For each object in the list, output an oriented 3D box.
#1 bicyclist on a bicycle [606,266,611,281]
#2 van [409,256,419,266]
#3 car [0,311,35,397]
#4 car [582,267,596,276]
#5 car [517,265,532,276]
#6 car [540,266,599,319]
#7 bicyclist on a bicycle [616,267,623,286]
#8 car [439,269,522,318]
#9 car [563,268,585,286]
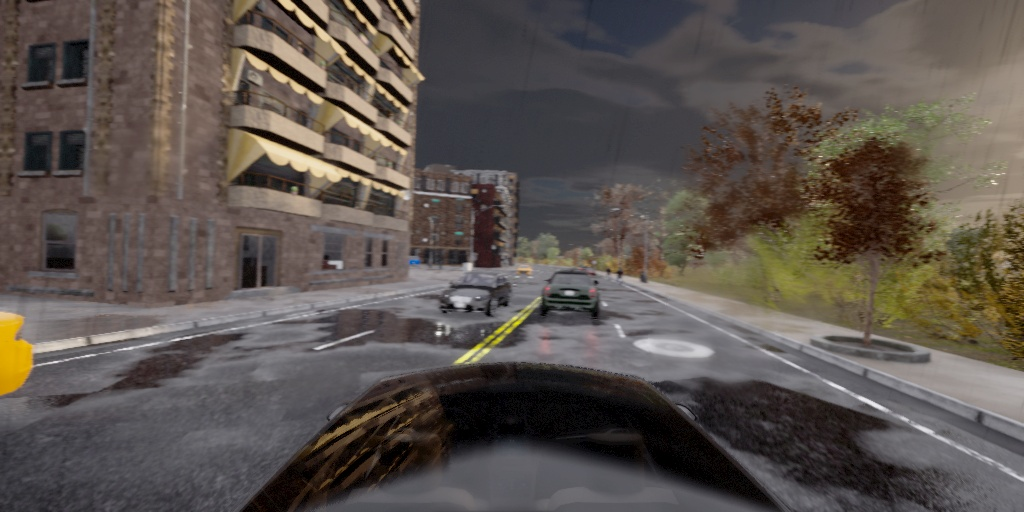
[{"bbox_3d":[11.182,2.059,41.561,0.659,1.776,1.843,2,-1,9],"label":"bicyclist on a bicycle"},{"bbox_3d":[-18.075,0.861,62.020,3.998,1.789,1.690,0,0,-21],"label":"van"},{"bbox_3d":[-6.948,0.992,2.155,1.882,1.535,5.008,2,-1,12],"label":"car"},{"bbox_3d":[12.991,2.572,60.571,1.994,1.385,4.181,2,-1,7],"label":"car"},{"bbox_3d":[1.768,1.997,50.655,1.882,1.535,5.008,2,-1,5],"label":"car"},{"bbox_3d":[2.432,1.368,14.675,2.097,1.767,4.553,2,-1,11],"label":"car"},{"bbox_3d":[9.759,1.888,32.600,0.659,1.776,1.843,2,-1,9],"label":"bicyclist on a bicycle"},{"bbox_3d":[-1.208,1.371,13.965,2.128,1.511,4.902,2,-1,11],"label":"car"},{"bbox_3d":[5.891,1.910,34.033,1.837,1.490,4.892,2,-1,9],"label":"car"}]
